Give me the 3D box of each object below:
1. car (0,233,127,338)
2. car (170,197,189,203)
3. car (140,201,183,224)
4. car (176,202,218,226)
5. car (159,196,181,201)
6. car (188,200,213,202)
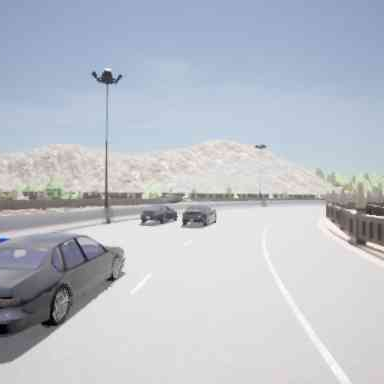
[{"bbox_3d":[-2.999,1.596,7.126,2.033,1.411,5.357,0,0,5],"label":"car"},{"bbox_3d":[-0.933,1.979,55.386,1.882,1.535,5.008,0,-1,33],"label":"car"},{"bbox_3d":[-2.576,1.756,26.856,1.812,1.442,4.674,0,-1,17],"label":"car"},{"bbox_3d":[0.664,1.743,25.516,1.837,1.490,4.892,0,-1,17],"label":"car"},{"bbox_3d":[-3.730,1.724,57.567,2.150,2.045,5.566,0,0,33],"label":"car"},{"bbox_3d":[1.993,1.994,53.436,2.128,1.511,4.902,0,-1,33],"label":"car"}]
